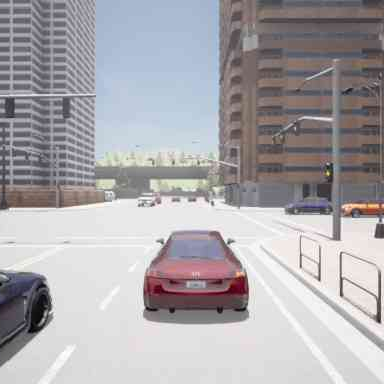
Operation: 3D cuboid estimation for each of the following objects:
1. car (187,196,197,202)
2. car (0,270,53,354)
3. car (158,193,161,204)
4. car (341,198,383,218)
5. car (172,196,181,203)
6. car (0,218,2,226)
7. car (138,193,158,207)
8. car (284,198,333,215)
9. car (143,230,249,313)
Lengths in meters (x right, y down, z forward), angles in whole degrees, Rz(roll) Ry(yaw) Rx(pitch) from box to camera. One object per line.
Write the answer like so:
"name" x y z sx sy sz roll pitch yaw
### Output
"car" 0.053 1.525 73.367 2.128 1.511 4.902 0 0 0
"car" -3.437 1.564 4.159 1.994 1.385 4.181 0 0 0
"car" -7.015 1.221 62.543 2.150 2.045 5.566 0 0 1
"car" 15.539 1.352 29.584 4.553 1.767 2.097 0 0 1
"car" -3.416 1.542 71.907 2.033 1.411 5.357 0 0 0
"car" -10.669 1.601 15.847 1.895 1.301 4.718 0 0 -17
"car" -7.057 1.221 52.122 2.150 2.045 5.566 0 0 0
"car" 11.565 1.352 33.168 4.553 1.767 2.097 0 0 2
"car" 0.085 1.564 7.731 1.994 1.385 4.181 0 0 0
